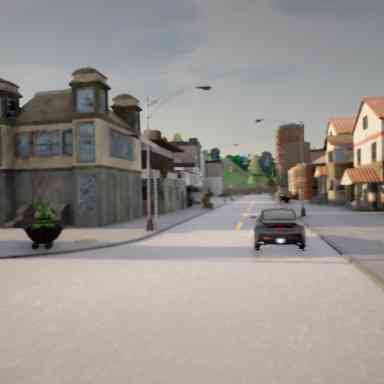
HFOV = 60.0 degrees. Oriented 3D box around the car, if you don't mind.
[{"bbox_3d":[3.510,1.391,13.733,1.837,1.490,4.892,-1,0,12],"label":"car"}]
